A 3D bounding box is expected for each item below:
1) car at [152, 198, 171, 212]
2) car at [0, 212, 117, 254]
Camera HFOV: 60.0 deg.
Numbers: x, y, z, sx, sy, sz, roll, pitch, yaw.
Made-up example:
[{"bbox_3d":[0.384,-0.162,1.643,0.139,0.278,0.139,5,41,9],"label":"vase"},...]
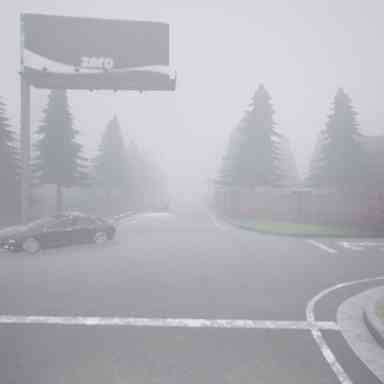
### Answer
[{"bbox_3d":[-3.490,1.470,38.181,2.128,1.511,4.902,0,0,0],"label":"car"},{"bbox_3d":[-5.653,1.675,14.416,4.892,1.490,1.837,0,6,-44],"label":"car"}]
